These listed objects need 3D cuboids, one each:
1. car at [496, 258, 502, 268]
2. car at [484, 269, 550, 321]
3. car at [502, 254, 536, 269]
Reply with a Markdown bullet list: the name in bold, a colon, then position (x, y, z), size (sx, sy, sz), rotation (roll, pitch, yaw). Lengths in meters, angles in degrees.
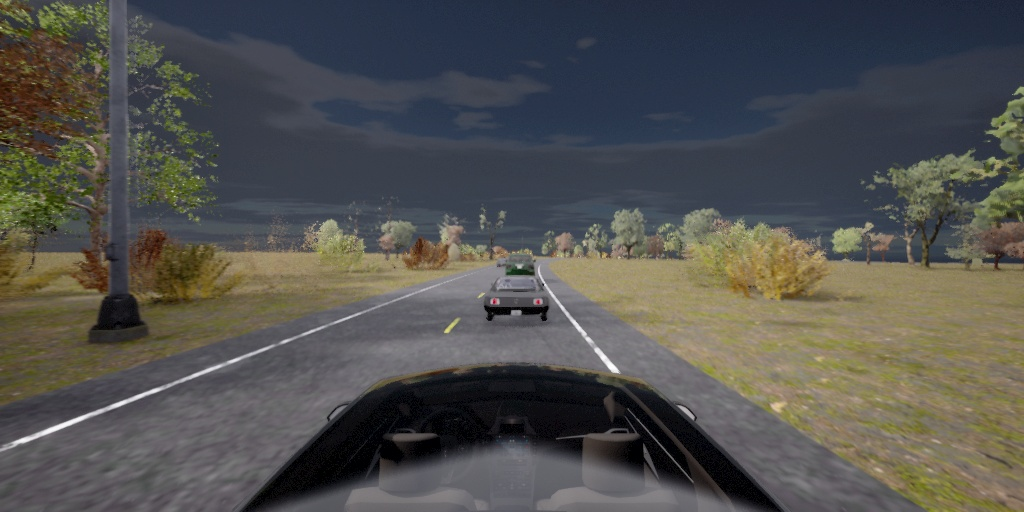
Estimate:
- **car**: position (-1.271, 0.990, 53.841), size (1.837, 1.490, 4.892), rotation (0, 0, 5)
- **car**: position (0.187, 1.297, 12.269), size (1.895, 1.301, 4.718), rotation (0, 0, 2)
- **car**: position (0.668, 0.841, 27.591), size (2.150, 2.045, 5.566), rotation (0, 1, 3)
